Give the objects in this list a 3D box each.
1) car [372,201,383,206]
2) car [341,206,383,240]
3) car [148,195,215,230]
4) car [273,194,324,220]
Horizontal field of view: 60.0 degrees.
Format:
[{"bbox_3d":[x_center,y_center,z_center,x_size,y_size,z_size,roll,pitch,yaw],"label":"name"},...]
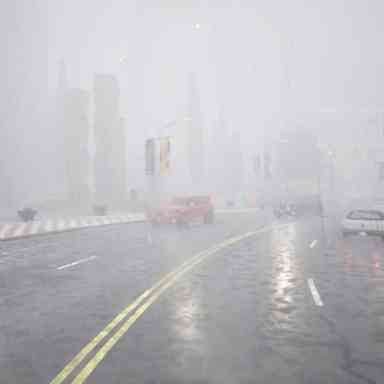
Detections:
[{"bbox_3d":[18.276,1.526,30.658,4.674,1.442,1.812,0,0,-32],"label":"car"},{"bbox_3d":[8.986,1.601,17.085,1.895,1.301,4.718,0,0,32],"label":"car"},{"bbox_3d":[-0.499,1.221,21.831,2.150,2.045,5.566,0,0,32],"label":"car"},{"bbox_3d":[9.179,1.221,28.447,5.566,2.045,2.150,0,0,-43],"label":"car"}]
